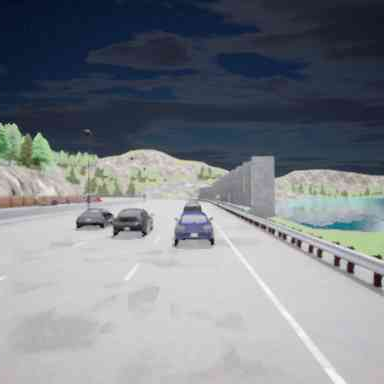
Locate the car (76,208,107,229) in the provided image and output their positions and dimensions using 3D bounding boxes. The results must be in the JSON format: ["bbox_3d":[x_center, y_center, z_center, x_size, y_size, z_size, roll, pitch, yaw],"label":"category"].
[{"bbox_3d":[-6.910,1.842,24.250,1.994,1.385,4.181,-1,0,0],"label":"car"}]

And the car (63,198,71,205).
[{"bbox_3d":[-30.838,2.301,79.898,2.097,1.767,4.553,-1,0,0],"label":"car"}]

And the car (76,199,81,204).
[{"bbox_3d":[-23.899,2.222,73.111,2.097,1.767,4.553,-1,0,1],"label":"car"}]

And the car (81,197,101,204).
[{"bbox_3d":[-20.476,2.021,69.028,2.150,2.045,5.566,-1,0,1],"label":"car"}]

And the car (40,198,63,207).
[{"bbox_3d":[-27.581,2.196,64.500,2.097,1.767,4.553,-1,0,1],"label":"car"}]

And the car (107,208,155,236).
[{"bbox_3d":[-3.409,1.707,19.848,1.837,1.490,4.892,-1,0,0],"label":"car"}]

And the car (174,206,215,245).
[{"bbox_3d":[0.093,1.660,16.297,1.812,1.442,4.674,-1,0,0],"label":"car"}]

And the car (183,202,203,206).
[{"bbox_3d":[0.080,1.762,34.548,1.882,1.535,5.008,-1,0,0],"label":"car"}]
